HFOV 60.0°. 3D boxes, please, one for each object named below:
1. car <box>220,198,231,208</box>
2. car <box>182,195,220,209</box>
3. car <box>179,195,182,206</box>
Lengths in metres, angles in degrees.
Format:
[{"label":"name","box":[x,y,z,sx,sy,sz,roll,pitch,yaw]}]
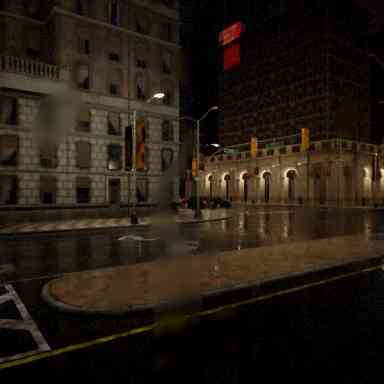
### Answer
[{"label":"car","box":[3.490,1.478,47.792,1.882,1.535,5.008,0,0,-36]},{"label":"car","box":[1.196,1.352,44.987,2.097,1.767,4.553,0,0,-35]},{"label":"car","box":[-2.256,1.352,55.888,2.097,1.767,4.553,0,0,-35]}]
